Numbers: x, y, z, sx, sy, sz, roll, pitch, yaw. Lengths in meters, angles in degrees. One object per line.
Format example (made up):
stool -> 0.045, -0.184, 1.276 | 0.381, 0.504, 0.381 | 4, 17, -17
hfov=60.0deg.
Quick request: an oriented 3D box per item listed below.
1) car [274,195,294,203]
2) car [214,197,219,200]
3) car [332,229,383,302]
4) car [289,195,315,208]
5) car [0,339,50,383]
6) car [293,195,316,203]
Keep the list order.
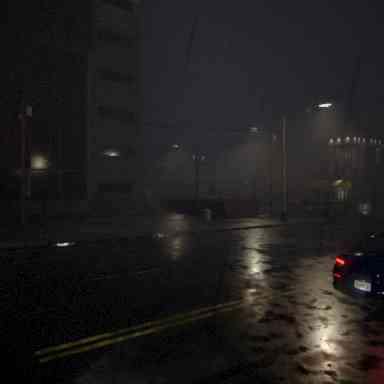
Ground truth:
car -> 19.162, 1.452, 69.026 | 3.806, 1.475, 1.970 | 0, 0, -36
car -> 4.416, 1.575, 60.548 | 4.718, 1.301, 1.895 | 0, 0, -36
car -> 4.968, 1.526, 7.332 | 4.674, 1.442, 1.812 | 0, 0, -35
car -> 15.141, 1.254, 45.967 | 4.553, 1.767, 2.185 | 0, 0, -36
car -> -3.369, 1.548, 1.345 | 5.357, 1.411, 2.033 | 0, 0, -35
car -> 22.065, 1.420, 65.023 | 4.674, 1.452, 2.002 | 0, 0, -36
